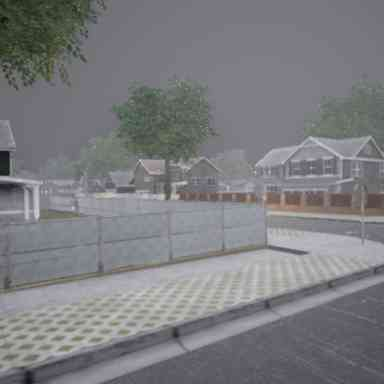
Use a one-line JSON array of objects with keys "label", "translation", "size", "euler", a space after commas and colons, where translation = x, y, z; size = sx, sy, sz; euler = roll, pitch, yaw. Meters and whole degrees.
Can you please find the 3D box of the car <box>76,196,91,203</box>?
[{"label": "car", "translation": [-15.698, 1.325, 48.940], "size": [2.128, 1.511, 4.902], "euler": [-1, 1, -36]}]
